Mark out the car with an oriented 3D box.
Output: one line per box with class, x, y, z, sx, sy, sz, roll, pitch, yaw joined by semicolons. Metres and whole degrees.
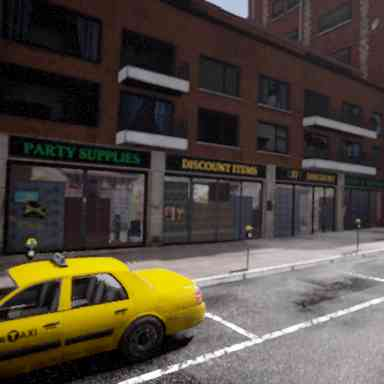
car;-2.080;1.566;4.510;4.829;1.417;1.752;1;1;-34
